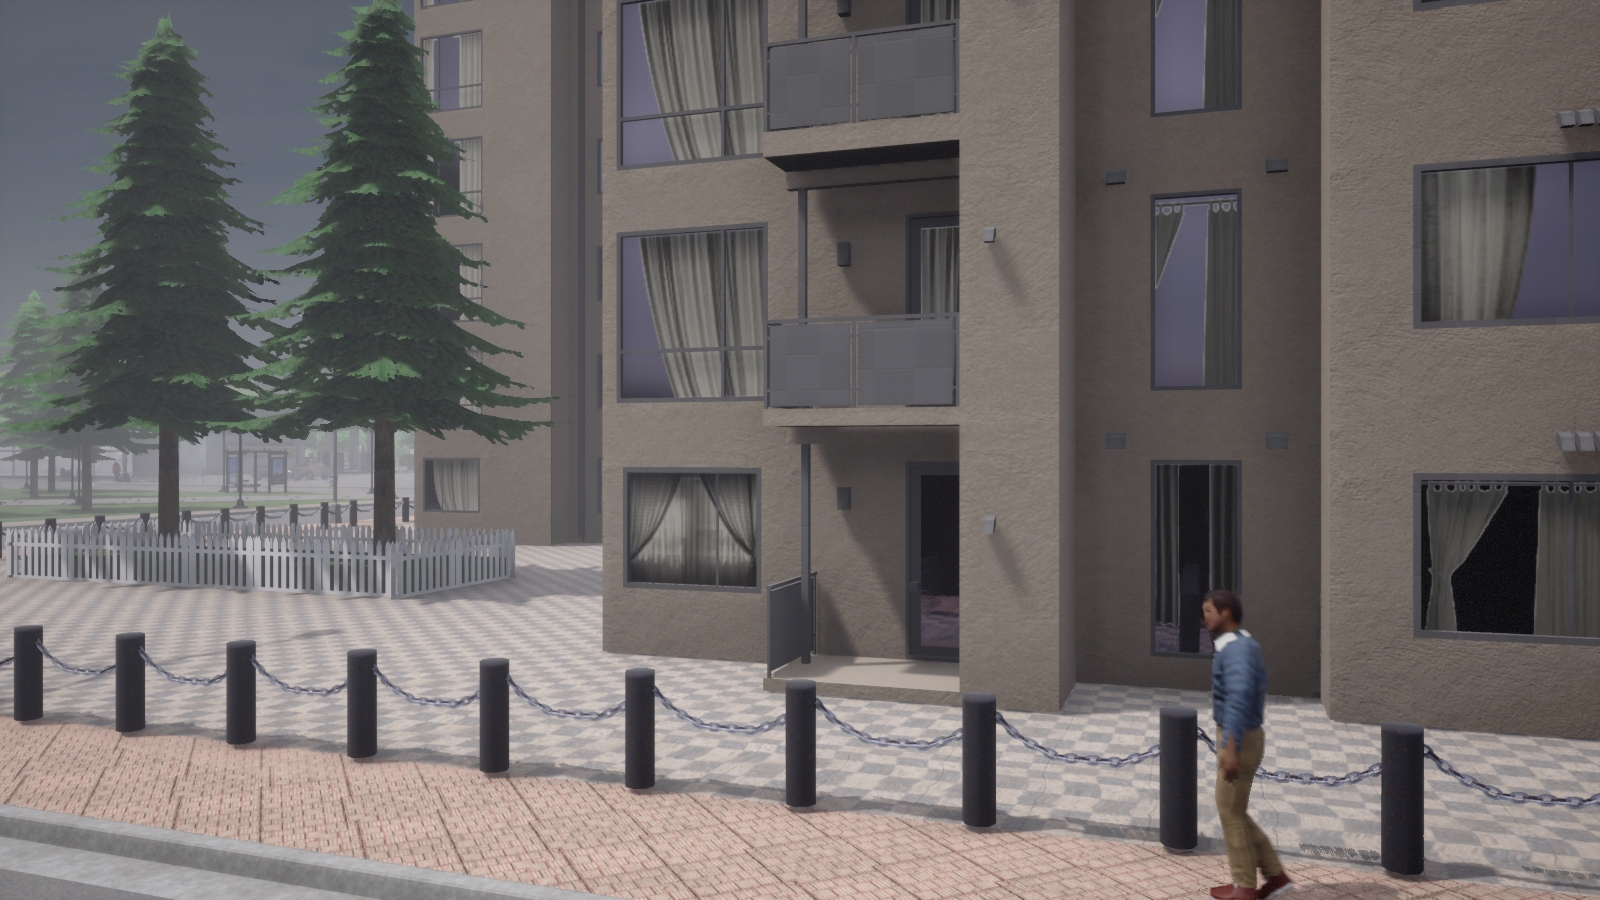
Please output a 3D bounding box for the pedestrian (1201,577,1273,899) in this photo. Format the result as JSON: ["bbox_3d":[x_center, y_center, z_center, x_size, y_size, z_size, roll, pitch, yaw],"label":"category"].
[{"bbox_3d":[2.541,1.694,6.633,0.375,1.860,0.375,0,0,23],"label":"pedestrian"}]

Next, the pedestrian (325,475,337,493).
[{"bbox_3d":[-28.905,2.072,70.439,0.500,1.100,0.500,0,0,22],"label":"pedestrian"}]
